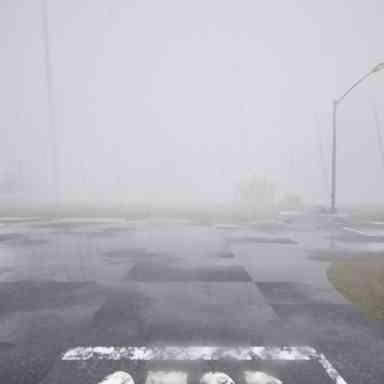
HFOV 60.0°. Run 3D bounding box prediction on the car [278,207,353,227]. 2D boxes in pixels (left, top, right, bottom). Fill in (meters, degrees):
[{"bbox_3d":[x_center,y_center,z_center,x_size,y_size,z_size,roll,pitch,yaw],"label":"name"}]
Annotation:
[{"bbox_3d":[8.613,1.707,23.558,4.718,1.301,1.895,1,1,0],"label":"car"}]
